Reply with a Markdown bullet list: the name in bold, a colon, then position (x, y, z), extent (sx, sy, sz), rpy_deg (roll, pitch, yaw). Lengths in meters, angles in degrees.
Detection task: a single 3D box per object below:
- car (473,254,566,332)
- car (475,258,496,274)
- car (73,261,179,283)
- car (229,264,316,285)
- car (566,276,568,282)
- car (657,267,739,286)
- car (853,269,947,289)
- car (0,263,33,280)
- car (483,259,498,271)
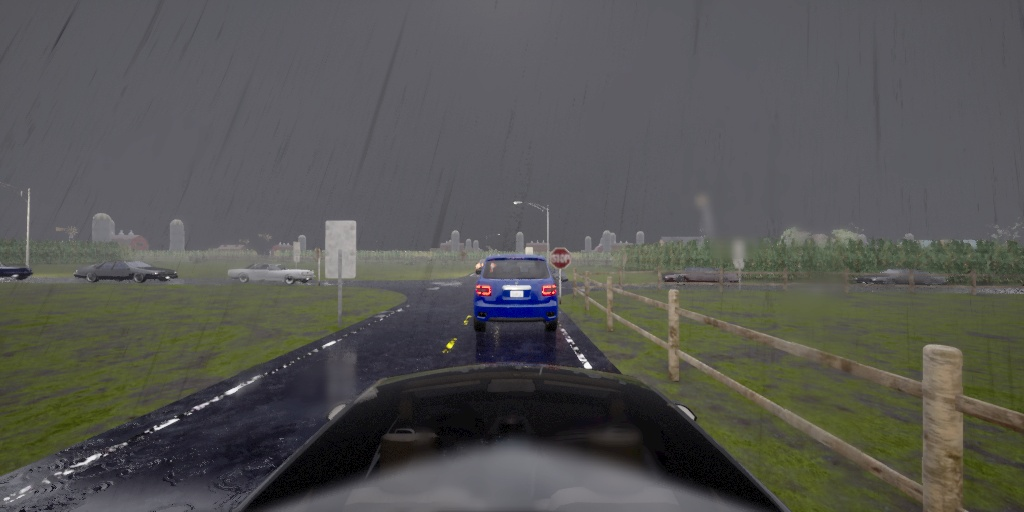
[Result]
- **car**: position (0.056, 0.973, 11.010), extent (2.150, 2.045, 5.566), rpy_deg (0, 0, -1)
- **car**: position (-2.926, 1.090, 40.656), extent (2.097, 1.767, 4.553), rpy_deg (0, 0, 0)
- **car**: position (-25.475, 1.015, 23.742), extent (5.357, 1.411, 2.033), rpy_deg (1, -1, 0)
- **car**: position (-15.714, 1.171, 23.733), extent (4.718, 1.301, 1.895), rpy_deg (1, -1, 0)
- **car**: position (1.271, 1.303, 23.472), extent (5.357, 1.411, 2.033), rpy_deg (1, -1, -36)
- **car**: position (13.731, 1.490, 26.655), extent (5.357, 1.411, 2.033), rpy_deg (1, -1, 1)
- **car**: position (28.759, 1.669, 26.617), extent (5.357, 1.411, 2.033), rpy_deg (1, -1, 0)
- **car**: position (-35.122, 0.970, 23.767), extent (4.718, 1.301, 1.895), rpy_deg (1, -1, 0)
- **car**: position (-2.941, 1.207, 50.561), extent (1.882, 1.535, 5.008), rpy_deg (0, 0, 0)
